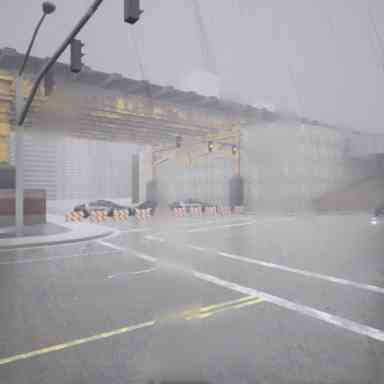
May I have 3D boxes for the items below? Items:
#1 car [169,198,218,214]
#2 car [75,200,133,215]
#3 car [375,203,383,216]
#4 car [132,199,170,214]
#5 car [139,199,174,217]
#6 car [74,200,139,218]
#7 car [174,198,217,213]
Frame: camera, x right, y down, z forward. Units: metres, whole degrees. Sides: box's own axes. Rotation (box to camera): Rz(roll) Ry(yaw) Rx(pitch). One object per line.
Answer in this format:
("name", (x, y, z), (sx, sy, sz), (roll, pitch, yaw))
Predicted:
("car", (0.142, 1.453, 35.273), (4.974, 1.542, 2.038), (0, 0, -7))
("car", (-7.560, 1.295, 28.831), (4.536, 1.218, 1.853), (0, 0, 8))
("car", (19.177, 1.478, 31.459), (5.008, 1.535, 1.882), (0, 0, -37))
("car", (-3.750, 1.295, 31.561), (1.853, 1.218, 4.536), (0, 0, 18))
("car", (-3.766, 1.453, 31.511), (2.038, 1.542, 4.974), (0, 0, 18))
("car", (-7.509, 1.453, 28.824), (4.974, 1.542, 2.038), (0, 0, 8))
("car", (0.091, 1.295, 35.267), (4.536, 1.218, 1.853), (0, 0, -7))
